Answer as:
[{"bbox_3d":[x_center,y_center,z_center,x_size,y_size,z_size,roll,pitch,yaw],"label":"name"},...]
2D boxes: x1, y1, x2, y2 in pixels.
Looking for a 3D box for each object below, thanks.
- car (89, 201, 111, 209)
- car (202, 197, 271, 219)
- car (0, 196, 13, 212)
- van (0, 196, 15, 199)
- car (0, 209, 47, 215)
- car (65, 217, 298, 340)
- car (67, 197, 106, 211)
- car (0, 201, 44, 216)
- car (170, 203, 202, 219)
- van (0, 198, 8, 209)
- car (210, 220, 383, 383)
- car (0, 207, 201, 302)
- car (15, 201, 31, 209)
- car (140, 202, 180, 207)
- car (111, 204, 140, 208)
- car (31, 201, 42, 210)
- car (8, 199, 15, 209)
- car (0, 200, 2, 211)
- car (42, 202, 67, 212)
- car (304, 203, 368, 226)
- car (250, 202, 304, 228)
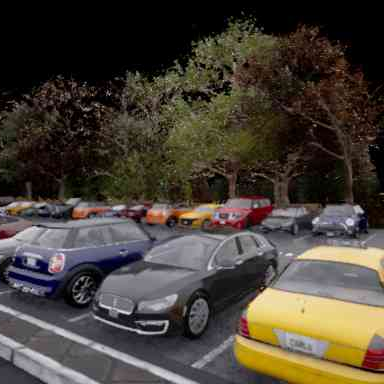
[{"bbox_3d":[-5.708,1.715,27.340,2.002,1.452,4.674,0,0,36],"label":"car"},{"bbox_3d":[3.318,1.342,20.813,2.435,2.045,5.566,-1,0,36],"label":"car"},{"bbox_3d":[-26.079,1.583,41.946,2.435,2.045,5.566,0,0,36],"label":"car"},{"bbox_3d":[-23.869,1.592,40.249,1.878,1.987,4.442,0,0,36],"label":"van"},{"bbox_3d":[-8.822,1.667,13.430,2.163,1.488,4.792,-1,0,36],"label":"car"},{"bbox_3d":[0.238,1.553,6.960,2.231,1.521,4.892,-1,0,36],"label":"car"},{"bbox_3d":[-7.990,1.569,28.939,2.185,1.767,4.553,0,0,36],"label":"car"},{"bbox_3d":[-19.276,1.825,37.093,2.002,1.452,4.674,0,0,36],"label":"car"},{"bbox_3d":[1.076,1.615,22.465,2.097,1.535,5.008,-1,0,36],"label":"car"},{"bbox_3d":[-11.186,1.432,15.021,1.878,1.987,4.442,0,0,36],"label":"van"},{"bbox_3d":[2.602,1.526,5.482,1.946,1.575,5.366,-1,0,36],"label":"car"},{"bbox_3d":[-2.045,1.449,8.556,2.185,1.767,4.553,-1,0,36],"label":"car"},{"bbox_3d":[-14.751,1.751,33.845,2.231,1.521,4.892,0,0,36],"label":"car"},{"bbox_3d":[-1.208,1.510,24.062,2.185,1.767,4.553,-1,0,36],"label":"car"},{"bbox_3d":[-3.452,1.656,25.708,2.097,1.535,5.008,0,0,36],"label":"car"},{"bbox_3d":[-12.478,1.761,32.239,2.163,1.488,4.792,0,0,36],"label":"car"},{"bbox_3d":[-17.013,1.767,35.470,2.097,1.535,5.008,0,0,36],"label":"car"},{"bbox_3d":[-28.214,1.847,43.744,1.946,1.575,5.366,0,0,36],"label":"car"},{"bbox_3d":[-10.249,1.463,30.566,2.435,2.045,5.566,0,0,36],"label":"car"},{"bbox_3d":[7.876,1.424,17.610,2.185,1.767,4.553,-1,0,36],"label":"car"},{"bbox_3d":[5.600,1.574,19.215,2.231,1.521,4.892,-1,0,36],"label":"car"}]
